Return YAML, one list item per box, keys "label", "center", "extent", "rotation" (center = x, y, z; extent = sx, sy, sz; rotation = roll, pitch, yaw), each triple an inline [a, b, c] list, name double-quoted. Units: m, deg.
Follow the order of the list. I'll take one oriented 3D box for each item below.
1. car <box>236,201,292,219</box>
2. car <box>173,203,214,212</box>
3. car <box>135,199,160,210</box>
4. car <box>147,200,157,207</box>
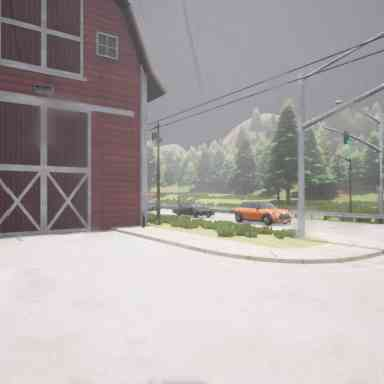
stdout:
- label: "car"
  center: [5.405, 1.524, 25.577]
  extent: [2.097, 1.767, 4.553]
  rotation: [0, 0, -34]
- label: "car"
  center: [0.026, 1.770, 33.435]
  extent: [2.033, 1.411, 5.357]
  rotation: [0, 0, -34]
- label: "car"
  center: [-6.640, 1.847, 49.556]
  extent: [1.812, 1.442, 4.674]
  rotation: [0, 0, -34]
- label: "car"
  center: [-5.594, 1.839, 41.650]
  extent: [1.994, 1.385, 4.181]
  rotation: [0, 0, -35]
